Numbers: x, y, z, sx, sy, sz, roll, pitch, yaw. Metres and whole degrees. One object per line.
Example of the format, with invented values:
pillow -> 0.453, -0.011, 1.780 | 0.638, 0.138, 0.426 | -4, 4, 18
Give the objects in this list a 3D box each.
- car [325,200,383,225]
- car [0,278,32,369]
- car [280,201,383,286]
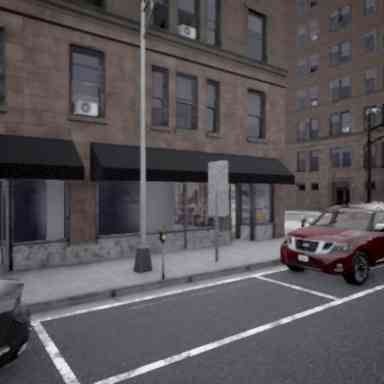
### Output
car -> 12.415, 1.398, 23.948 | 2.128, 1.511, 4.902 | 0, 0, -34
car -> -4.043, 1.554, 3.303 | 4.403, 1.369, 2.008 | 0, 0, -36
car -> 4.769, 1.296, 9.589 | 5.009, 1.841, 2.192 | 0, 0, -36
